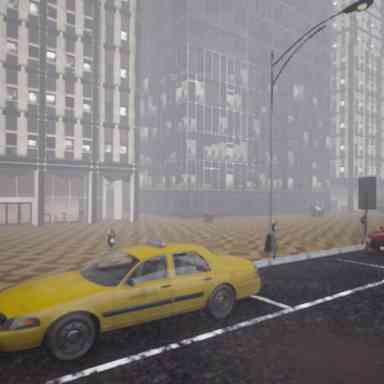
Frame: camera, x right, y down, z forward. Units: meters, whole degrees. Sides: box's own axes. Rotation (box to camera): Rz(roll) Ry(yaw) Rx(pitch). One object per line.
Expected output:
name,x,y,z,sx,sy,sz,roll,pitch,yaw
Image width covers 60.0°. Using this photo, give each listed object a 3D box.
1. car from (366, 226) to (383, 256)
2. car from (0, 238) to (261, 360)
car,8.264,1.676,12.464,4.507,1.381,1.887,1,0,-36
car,-0.879,1.550,5.935,4.829,1.417,1.752,1,0,-36
